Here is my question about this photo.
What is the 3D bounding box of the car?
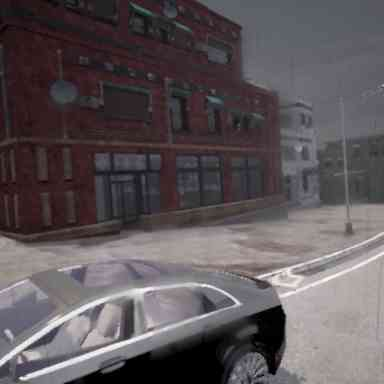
[{"bbox_3d":[-1.090,1.519,3.166,4.902,1.511,2.128,0,-1,-38],"label":"car"}]
